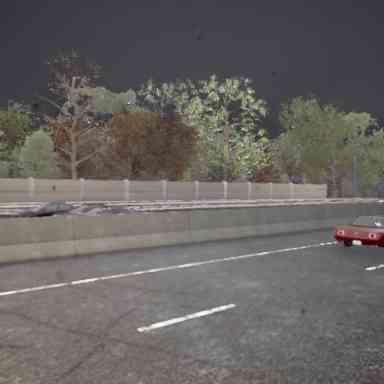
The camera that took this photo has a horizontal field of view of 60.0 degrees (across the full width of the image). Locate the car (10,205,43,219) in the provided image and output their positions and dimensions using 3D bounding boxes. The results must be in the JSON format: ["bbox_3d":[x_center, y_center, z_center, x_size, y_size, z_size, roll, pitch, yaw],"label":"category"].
[{"bbox_3d":[-9.674,1.480,22.885,5.008,1.535,1.882,0,0,-35],"label":"car"}]

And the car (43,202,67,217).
[{"bbox_3d":[-6.409,1.508,20.914,4.892,1.490,1.837,0,0,-35],"label":"car"}]

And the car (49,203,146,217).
[{"bbox_3d":[-4.713,1.508,17.825,4.892,1.490,1.837,0,0,-35],"label":"car"}]

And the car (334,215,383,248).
[{"bbox_3d":[7.996,1.613,13.745,4.718,1.301,1.895,0,0,-36],"label":"car"}]
